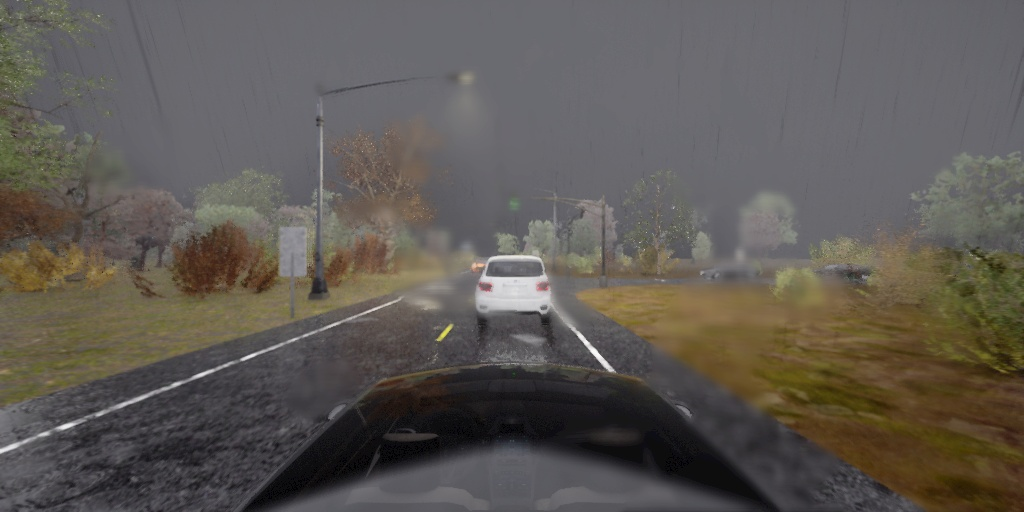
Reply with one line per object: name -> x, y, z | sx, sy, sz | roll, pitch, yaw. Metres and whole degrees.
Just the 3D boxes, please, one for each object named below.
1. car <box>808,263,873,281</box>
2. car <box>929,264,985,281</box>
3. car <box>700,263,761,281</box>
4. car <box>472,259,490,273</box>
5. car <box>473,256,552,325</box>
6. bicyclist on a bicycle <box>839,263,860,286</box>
car -> 28.813, 1.381, 31.766 | 5.008, 1.535, 1.882 | 0, 0, 2
car -> 38.883, 1.399, 31.287 | 4.902, 1.511, 2.128 | 0, 0, 4
car -> 19.451, 1.391, 31.992 | 4.902, 1.511, 2.128 | 0, 0, 1
car -> -4.085, 1.315, 48.004 | 2.097, 1.767, 4.553 | 0, 0, -2
car -> 0.064, 1.019, 12.246 | 2.150, 2.045, 5.566 | 0, 0, -1
bicyclist on a bicycle -> 24.084, 1.330, 25.601 | 0.582, 1.620, 1.656 | 0, -1, 1
